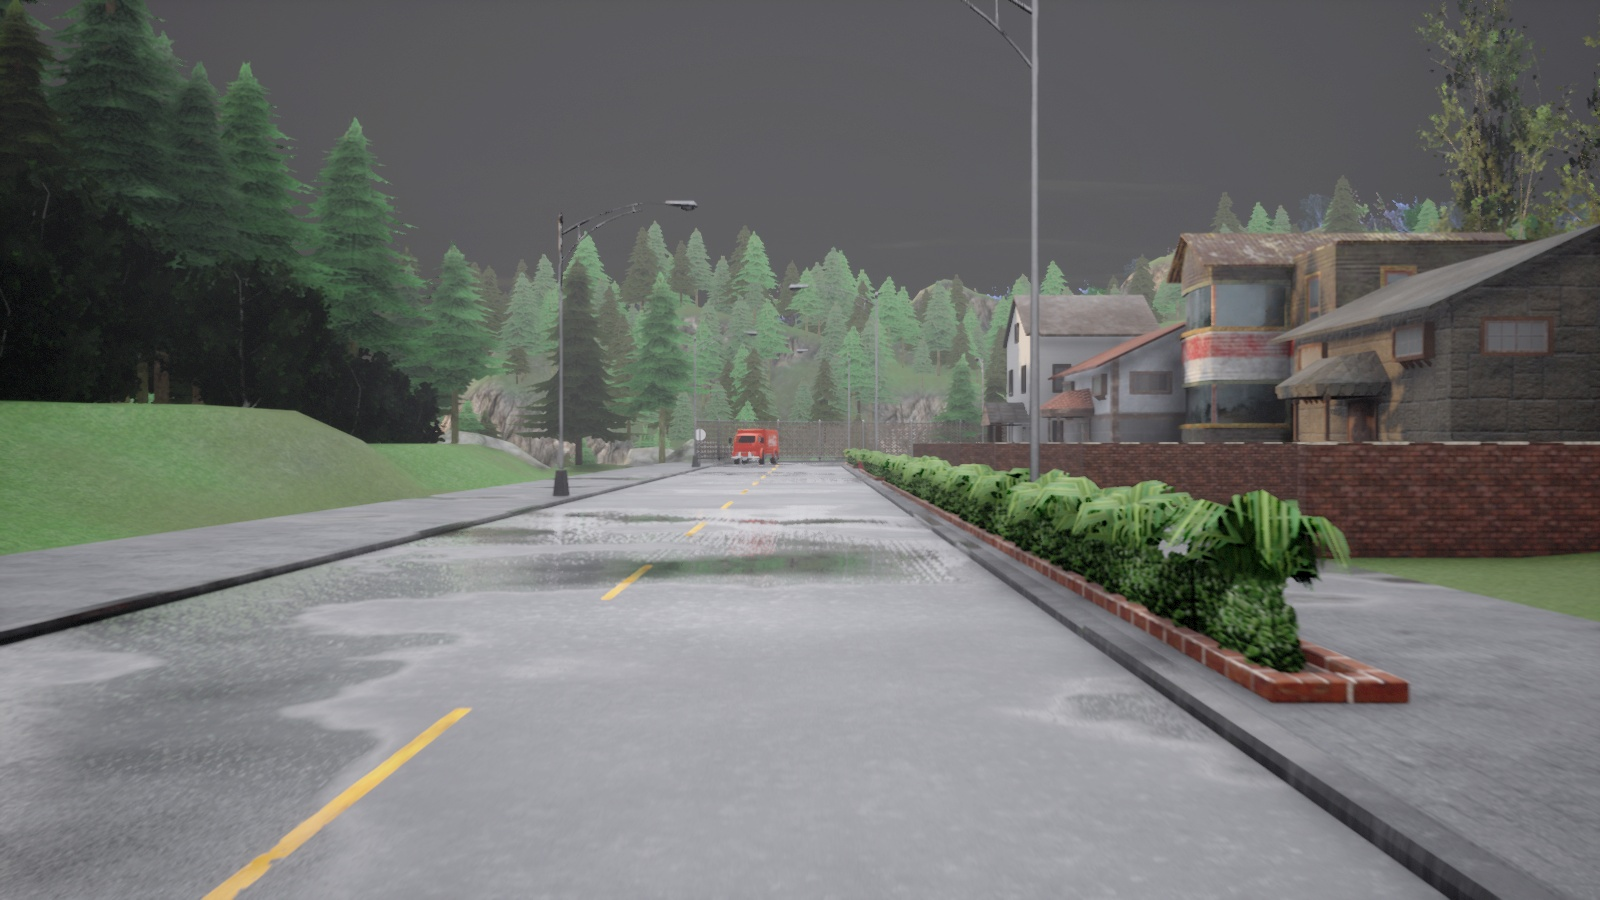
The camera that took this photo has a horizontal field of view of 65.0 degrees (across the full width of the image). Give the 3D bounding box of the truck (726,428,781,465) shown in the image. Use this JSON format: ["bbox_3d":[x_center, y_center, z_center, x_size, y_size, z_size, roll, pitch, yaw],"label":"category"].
[{"bbox_3d":[-3.219,-0.239,88.160,2.627,2.467,5.204,0,0,13],"label":"truck"}]
